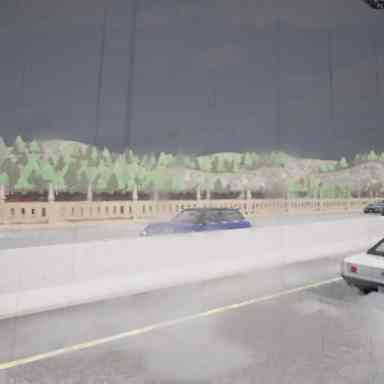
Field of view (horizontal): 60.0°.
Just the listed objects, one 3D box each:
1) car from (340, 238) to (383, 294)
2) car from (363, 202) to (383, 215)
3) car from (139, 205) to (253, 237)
[{"bbox_3d":[5.563,1.646,7.714,4.718,1.301,1.895,0,0,-36],"label":"car"},{"bbox_3d":[20.294,1.754,35.863,4.181,1.385,1.994,0,0,-37],"label":"car"},{"bbox_3d":[0.243,1.390,12.755,4.553,1.767,2.097,0,0,-35],"label":"car"}]
